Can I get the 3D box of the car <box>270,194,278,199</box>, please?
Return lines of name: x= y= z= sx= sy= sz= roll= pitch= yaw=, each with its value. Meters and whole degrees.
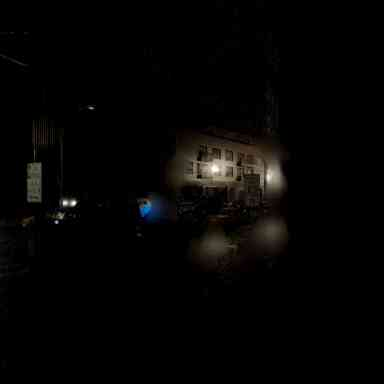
car: x=12.167 y=1.288 z=48.094 sx=2.192 sy=1.841 sz=5.009 roll=0 pitch=0 yaw=36

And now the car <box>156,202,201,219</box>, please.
car: x=-1.153 y=1.572 z=29.741 sx=1.802 sy=1.307 sz=4.206 roll=0 pitch=0 yaw=36

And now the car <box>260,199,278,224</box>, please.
car: x=5.855 y=1.531 z=24.883 sx=1.752 sy=1.417 sz=4.829 roll=0 pitch=0 yaw=36

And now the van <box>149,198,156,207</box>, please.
van: x=-4.483 y=1.331 z=25.151 sx=1.690 sy=1.788 sz=3.998 roll=0 pitch=0 yaw=36

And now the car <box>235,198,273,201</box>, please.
car: x=6.751 y=1.589 z=36.238 sx=1.895 sy=1.301 sz=4.718 roll=0 pitch=0 yaw=36

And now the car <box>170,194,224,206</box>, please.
car: x=0.682 y=1.216 z=27.890 sx=2.150 sy=2.045 sz=5.566 roll=0 pitch=0 yaw=36

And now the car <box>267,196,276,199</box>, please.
car: x=8.836 y=1.543 z=43.506 sx=1.947 sy=1.339 sz=4.313 roll=0 pitch=0 yaw=36

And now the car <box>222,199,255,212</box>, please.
car: x=5.507 y=1.548 z=38.917 sx=1.947 sy=1.339 sz=4.313 roll=0 pitch=0 yaw=36

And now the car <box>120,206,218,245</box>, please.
car: x=-0.903 y=1.555 z=15.570 sx=2.008 sy=1.369 sz=4.403 roll=0 pitch=0 yaw=36

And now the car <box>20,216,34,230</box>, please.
car: x=-7.913 y=1.514 z=20.425 sx=1.752 sy=1.417 sz=4.829 roll=0 pitch=0 yaw=36

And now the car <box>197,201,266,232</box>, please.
car: x=2.526 y=1.531 z=20.294 sx=1.752 sy=1.417 sz=4.829 roll=0 pitch=0 yaw=36

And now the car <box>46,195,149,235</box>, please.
car: x=-5.407 y=1.216 z=19.507 sx=2.150 sy=2.045 sz=5.566 roll=0 pitch=0 yaw=36
